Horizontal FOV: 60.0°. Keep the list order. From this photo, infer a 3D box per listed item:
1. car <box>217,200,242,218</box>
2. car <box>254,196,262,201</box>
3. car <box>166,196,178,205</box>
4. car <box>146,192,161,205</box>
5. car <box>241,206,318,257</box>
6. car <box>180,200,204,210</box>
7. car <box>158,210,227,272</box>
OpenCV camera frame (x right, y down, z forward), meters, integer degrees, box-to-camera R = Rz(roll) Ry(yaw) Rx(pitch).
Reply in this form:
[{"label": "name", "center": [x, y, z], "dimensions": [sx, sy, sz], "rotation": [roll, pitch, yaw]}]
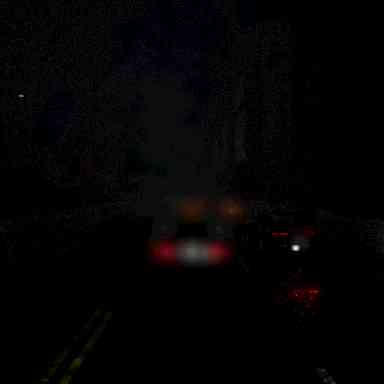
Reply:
[{"label": "car", "center": [3.268, 1.420, 29.025], "dimensions": [1.882, 1.535, 5.008], "rotation": [0, 1, 0]}, {"label": "car", "center": [16.281, 1.408, 75.657], "dimensions": [4.313, 1.339, 1.947], "rotation": [0, 0, 0]}, {"label": "car", "center": [-3.371, 1.398, 56.083], "dimensions": [1.812, 1.442, 4.674], "rotation": [0, 0, 1]}, {"label": "car", "center": [-6.604, 1.091, 57.919], "dimensions": [2.150, 2.045, 5.566], "rotation": [0, 0, 0]}, {"label": "car", "center": [3.280, 1.482, 12.870], "dimensions": [1.837, 1.490, 4.892], "rotation": [0, 0, 0]}, {"label": "car", "center": [0.018, 1.420, 28.995], "dimensions": [1.882, 1.535, 5.008], "rotation": [0, 1, 0]}, {"label": "car", "center": [0.010, 1.528, 10.688], "dimensions": [2.033, 1.411, 5.357], "rotation": [0, 0, 0]}]
